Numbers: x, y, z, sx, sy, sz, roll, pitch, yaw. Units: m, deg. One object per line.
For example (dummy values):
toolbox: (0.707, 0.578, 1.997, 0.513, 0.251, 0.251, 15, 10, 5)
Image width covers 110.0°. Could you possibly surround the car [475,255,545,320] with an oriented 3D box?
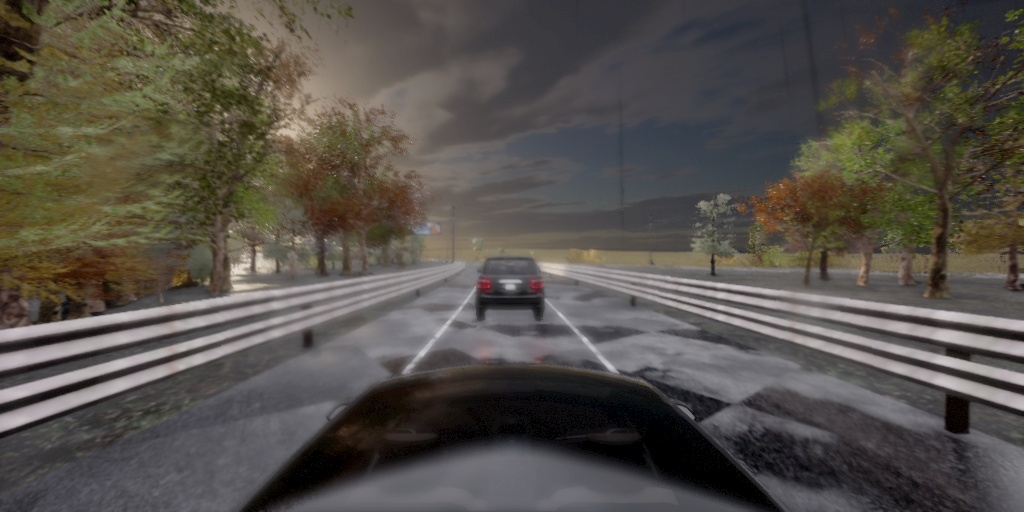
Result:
car: (-0.104, 1.001, 12.994, 2.150, 2.045, 5.566, 0, 0, -1)
